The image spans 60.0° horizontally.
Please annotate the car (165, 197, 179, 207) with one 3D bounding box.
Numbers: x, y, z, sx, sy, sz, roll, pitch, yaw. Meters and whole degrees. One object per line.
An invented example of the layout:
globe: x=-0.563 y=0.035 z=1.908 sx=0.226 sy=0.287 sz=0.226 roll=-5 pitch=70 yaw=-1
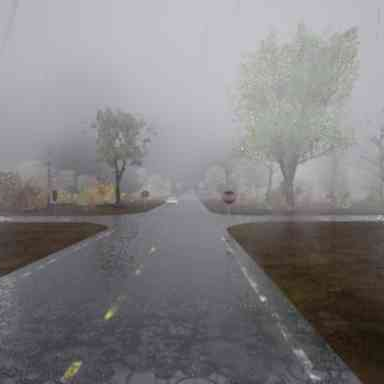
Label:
car: x=-3.014 y=1.490 z=50.828 sx=1.812 sy=1.442 sz=4.674 roll=0 pitch=1 yaw=0
